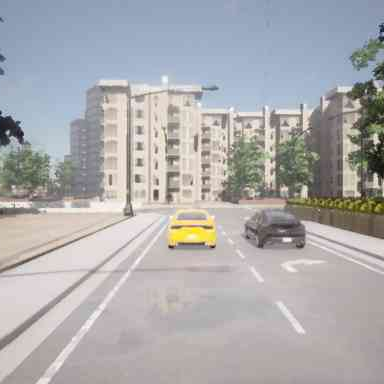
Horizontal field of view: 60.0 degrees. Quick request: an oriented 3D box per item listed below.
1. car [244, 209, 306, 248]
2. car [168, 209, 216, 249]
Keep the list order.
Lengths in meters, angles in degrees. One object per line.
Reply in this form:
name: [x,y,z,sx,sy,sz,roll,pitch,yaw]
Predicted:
car: [3.500,1.515,14.650,1.837,1.490,4.892,0,0,0]
car: [0.000,1.484,14.650,1.882,1.535,5.008,0,0,0]
